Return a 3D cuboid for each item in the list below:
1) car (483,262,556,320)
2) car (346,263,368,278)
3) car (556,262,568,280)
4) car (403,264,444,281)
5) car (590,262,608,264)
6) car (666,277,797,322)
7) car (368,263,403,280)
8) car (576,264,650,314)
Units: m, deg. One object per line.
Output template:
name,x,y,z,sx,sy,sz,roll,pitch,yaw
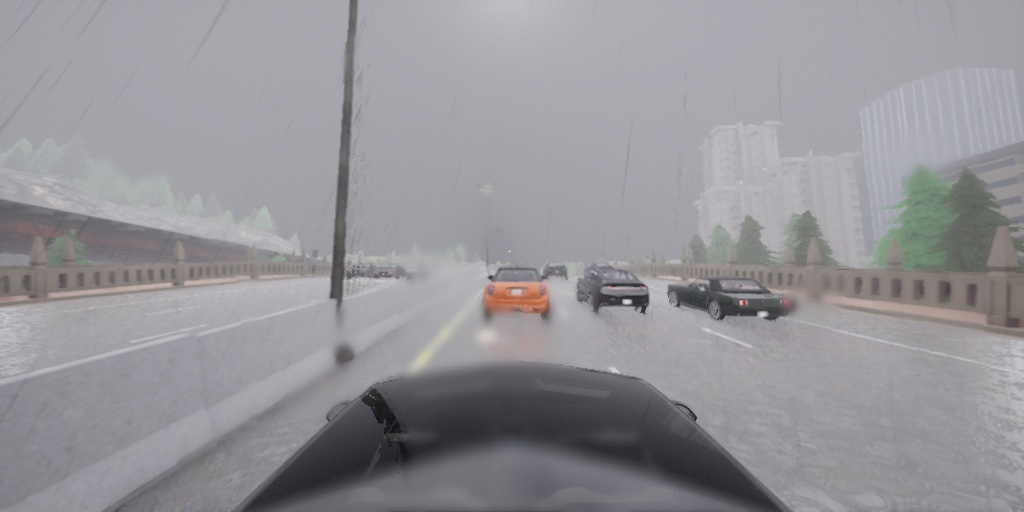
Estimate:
car,0.178,1.100,12.813,2.097,1.767,4.553,0,0,0
car,-13.780,1.350,33.696,1.994,1.385,4.181,0,-2,1
car,3.831,1.283,32.108,1.882,1.535,5.008,0,-1,0
car,-6.860,1.332,28.772,1.895,1.301,4.718,0,0,1
car,7.317,1.281,30.411,2.128,1.511,4.902,0,-1,0
car,7.175,1.369,12.448,1.895,1.301,4.718,0,0,0
car,-10.331,1.305,30.867,1.994,1.385,4.181,0,-1,1
car,3.686,1.250,13.838,2.128,1.511,4.902,0,0,0
